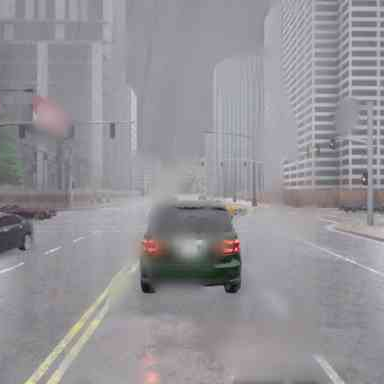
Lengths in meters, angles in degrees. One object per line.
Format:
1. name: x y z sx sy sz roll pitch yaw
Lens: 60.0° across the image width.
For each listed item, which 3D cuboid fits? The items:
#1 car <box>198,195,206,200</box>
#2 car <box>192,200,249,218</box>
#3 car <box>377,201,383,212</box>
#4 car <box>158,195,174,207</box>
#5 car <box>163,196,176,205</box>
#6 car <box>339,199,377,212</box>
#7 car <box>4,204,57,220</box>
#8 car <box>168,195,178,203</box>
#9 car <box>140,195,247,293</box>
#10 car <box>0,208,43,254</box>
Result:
1. car: 2.737 1.500 90.590 1.837 1.490 4.892 0 0 0
2. car: 2.471 1.477 29.909 5.008 1.535 1.882 0 0 -1
3. car: 22.134 1.477 33.882 5.008 1.535 1.882 0 0 -1
4. car: -4.026 1.352 52.238 2.097 1.767 4.553 0 0 0
5. car: -4.082 1.547 61.861 2.033 1.411 5.357 0 0 0
6. car: 19.466 1.547 37.347 5.357 1.411 2.033 0 0 -1
7. car: -13.215 1.601 26.191 4.718 1.301 1.895 0 0 -1
8. car: -4.105 1.500 72.166 1.837 1.490 4.892 0 0 0
9. car: -0.021 1.221 8.980 2.150 2.045 5.566 0 0 0
10. car: -7.166 1.504 11.318 1.837 1.490 4.892 0 0 -1
